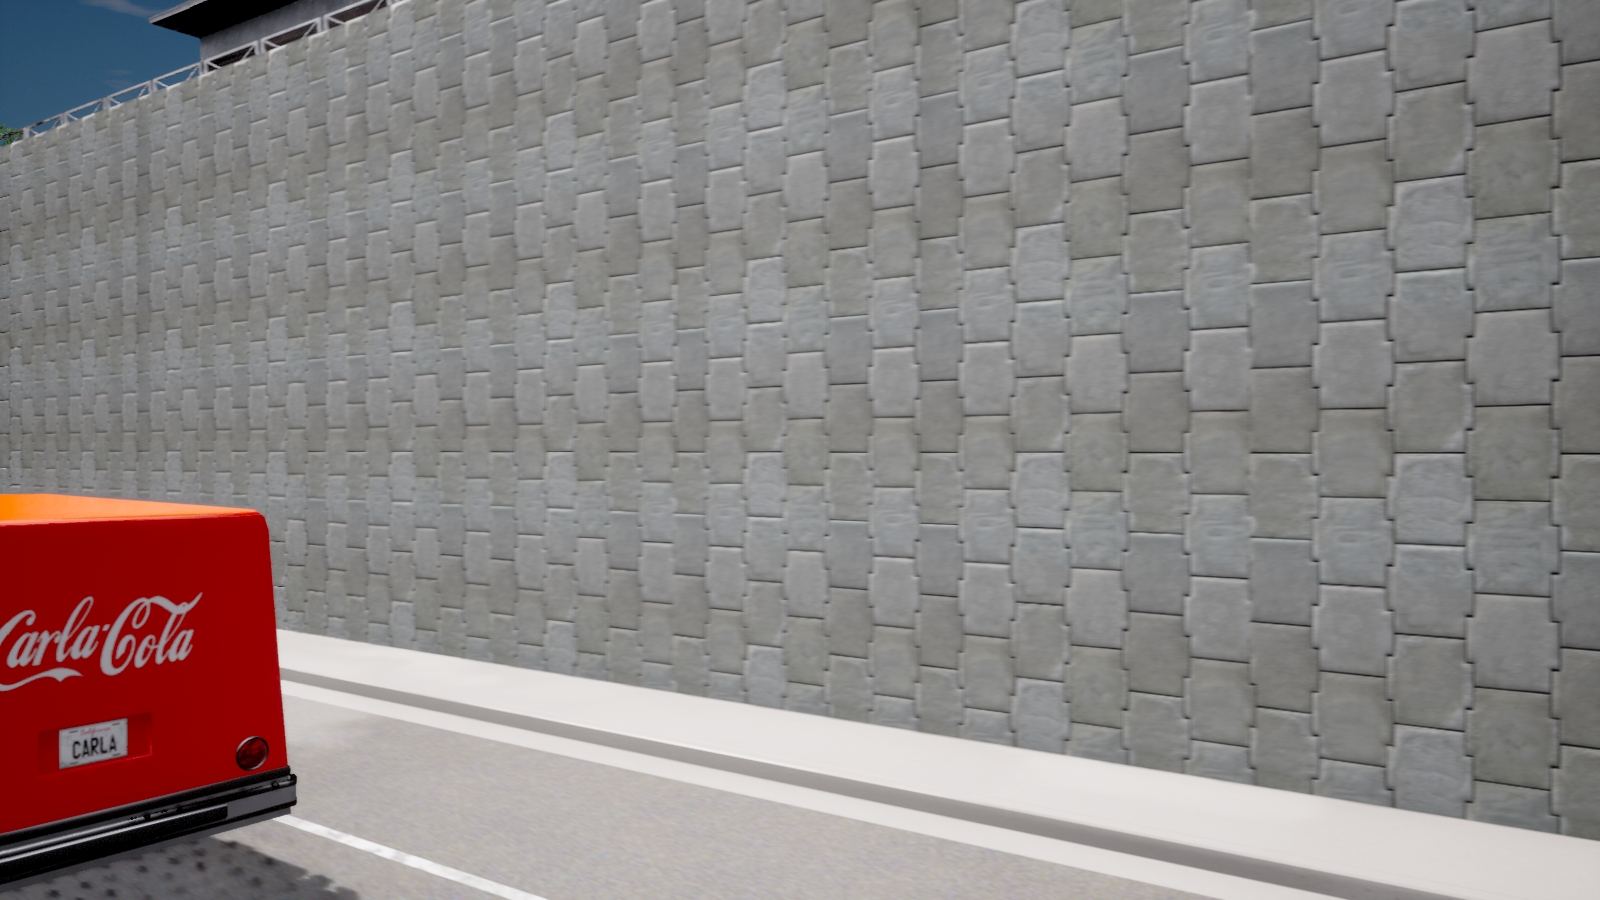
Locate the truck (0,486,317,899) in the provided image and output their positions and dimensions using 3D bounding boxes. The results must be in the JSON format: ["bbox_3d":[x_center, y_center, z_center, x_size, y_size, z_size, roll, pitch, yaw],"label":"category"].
[{"bbox_3d":[-6.075,1.568,8.006,5.204,2.467,2.627,0,0,36],"label":"truck"}]
